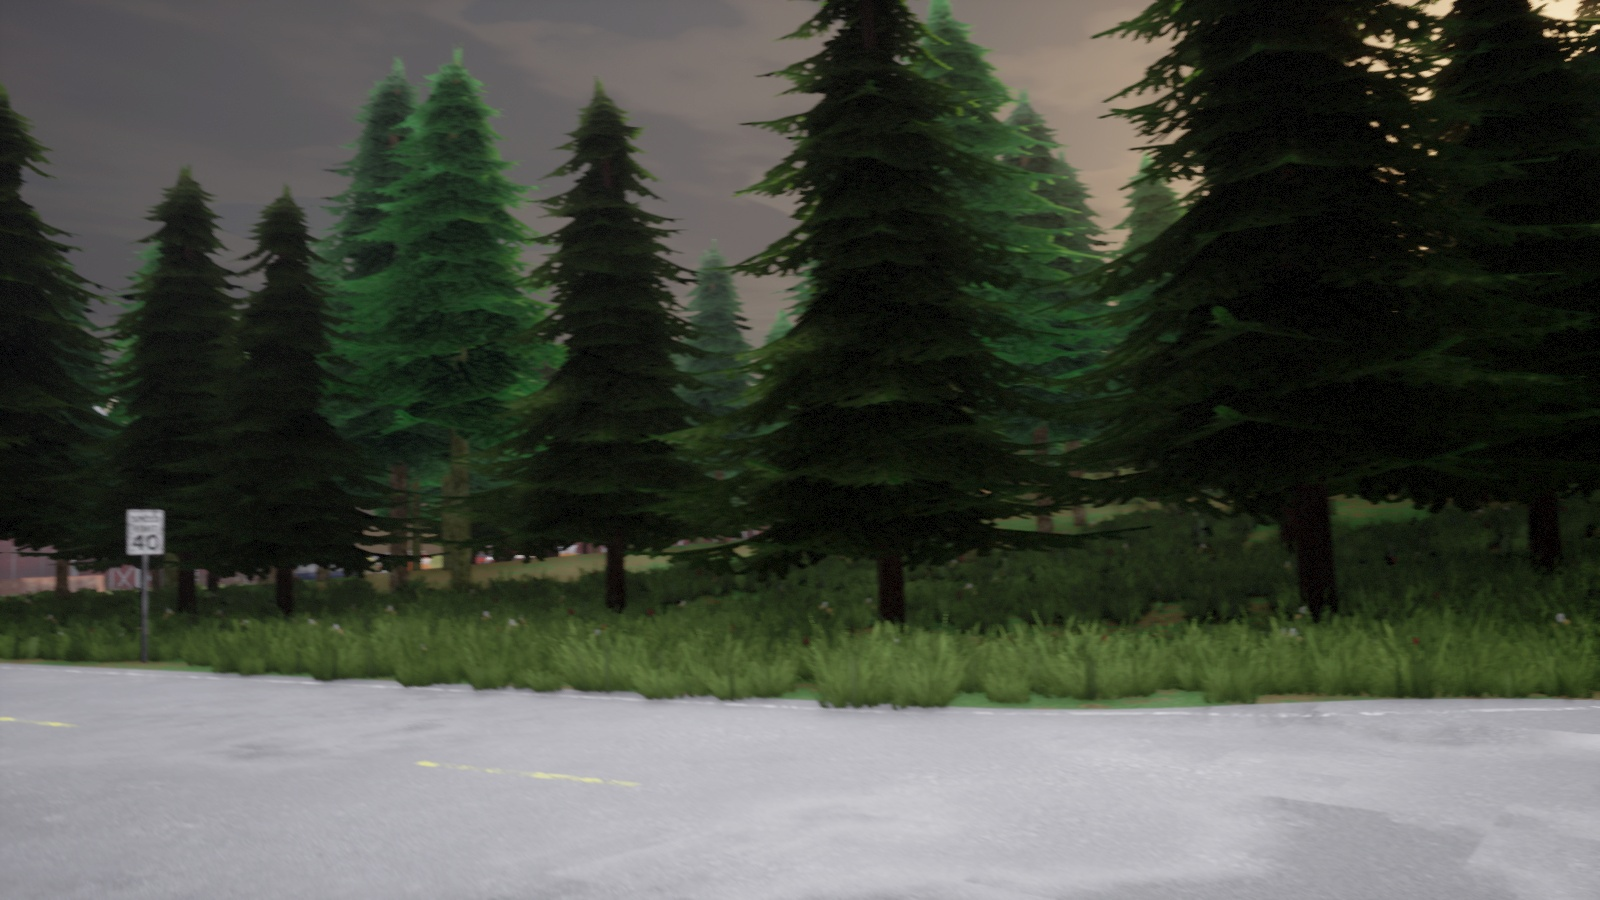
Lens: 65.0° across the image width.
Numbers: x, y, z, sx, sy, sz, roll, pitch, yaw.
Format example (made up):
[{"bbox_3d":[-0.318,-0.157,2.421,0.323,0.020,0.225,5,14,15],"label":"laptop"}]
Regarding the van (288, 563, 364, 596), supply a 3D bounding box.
[{"bbox_3d":[-31.518,8.587,83.542,1.775,1.987,4.442,-6,-6,36],"label":"van"}]
